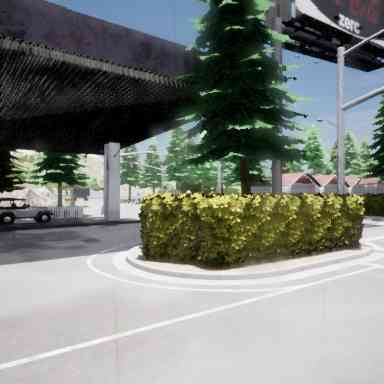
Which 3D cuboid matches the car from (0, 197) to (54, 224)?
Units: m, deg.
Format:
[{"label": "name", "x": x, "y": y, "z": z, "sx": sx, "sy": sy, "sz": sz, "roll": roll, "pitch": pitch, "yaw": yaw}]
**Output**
[{"label": "car", "x": -11.983, "y": 1.313, "z": 23.471, "sx": 3.866, "sy": 1.878, "sz": 1.905, "roll": 0, "pitch": 0, "yaw": -36}]
